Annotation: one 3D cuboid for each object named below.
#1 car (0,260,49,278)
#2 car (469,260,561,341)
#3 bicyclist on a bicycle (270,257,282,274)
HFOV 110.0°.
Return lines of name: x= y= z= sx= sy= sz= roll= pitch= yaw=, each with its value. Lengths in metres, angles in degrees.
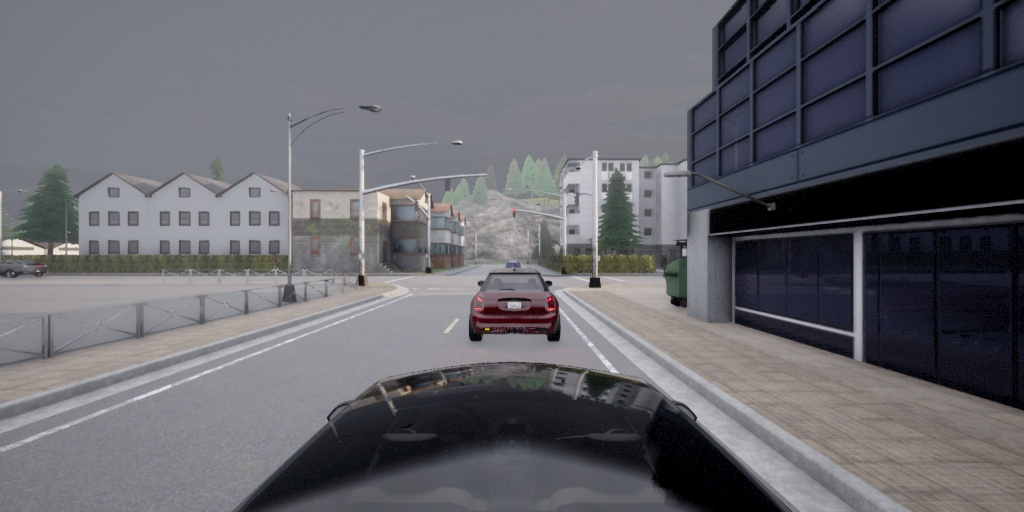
car: x=-42.115 y=1.061 z=30.065 sx=4.902 sy=1.511 sz=2.128 roll=0 pitch=0 yaw=0
car: x=0.081 y=1.101 z=9.993 sx=2.097 sy=1.767 sz=4.553 roll=0 pitch=0 yaw=1
bicyclist on a bicycle: x=-22.226 y=0.869 z=33.826 sx=0.582 sy=1.620 sz=1.656 roll=0 pitch=0 yaw=0
